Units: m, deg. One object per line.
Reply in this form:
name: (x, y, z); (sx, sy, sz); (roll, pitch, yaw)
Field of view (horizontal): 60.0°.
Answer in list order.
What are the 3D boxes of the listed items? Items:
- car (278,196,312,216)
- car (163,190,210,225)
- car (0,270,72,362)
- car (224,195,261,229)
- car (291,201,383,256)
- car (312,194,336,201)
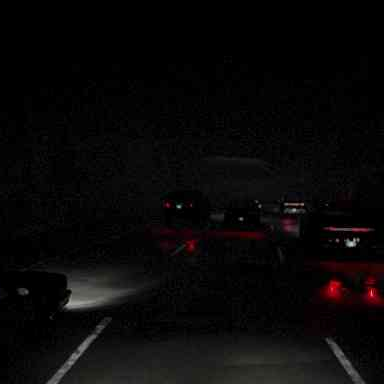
car: (8.048, 1.078, 26.917); (2.128, 1.511, 4.902); (0, 1, 11)
car: (-0.213, 0.873, 21.351); (2.150, 2.045, 5.566); (0, 1, 11)
car: (-3.142, 1.484, 3.271); (2.033, 1.411, 5.357); (0, 1, 4)
car: (2.977, 1.171, 19.373); (1.882, 1.535, 5.008); (0, 1, 11)
car: (5.194, 1.304, 12.348); (2.128, 1.511, 4.902); (0, 1, 10)
car: (12.799, 0.981, 32.770); (1.882, 1.535, 5.008); (0, 1, 11)
